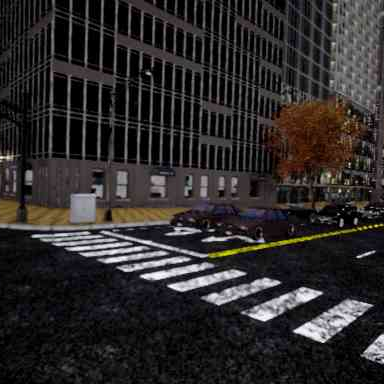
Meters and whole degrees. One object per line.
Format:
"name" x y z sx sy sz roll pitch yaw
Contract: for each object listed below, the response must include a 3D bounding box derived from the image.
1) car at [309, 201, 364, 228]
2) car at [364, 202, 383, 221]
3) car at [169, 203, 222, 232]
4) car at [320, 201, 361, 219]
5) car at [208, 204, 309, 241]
"car" 10.213 1.635 23.559 1.837 1.490 4.892 4 1 44
"car" 17.200 1.692 30.821 2.097 1.767 4.553 4 1 44
"car" 1.229 1.333 18.886 2.033 1.411 5.357 4 1 44
"car" 14.762 1.684 32.979 2.128 1.511 4.902 4 1 44
"car" 3.469 1.475 16.531 2.033 1.411 5.357 4 1 44
